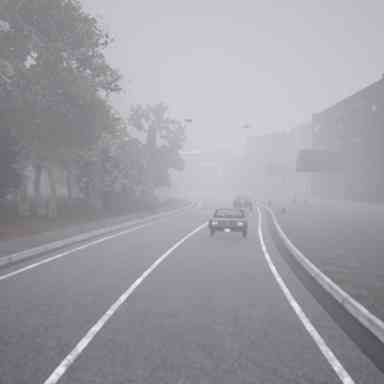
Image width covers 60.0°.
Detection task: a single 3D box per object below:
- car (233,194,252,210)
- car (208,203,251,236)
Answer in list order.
[{"bbox_3d":[5.719,1.026,37.897,2.097,1.767,4.553,1,1,8],"label":"car"},{"bbox_3d":[2.097,1.521,18.123,1.895,1.301,4.718,1,1,10],"label":"car"}]
